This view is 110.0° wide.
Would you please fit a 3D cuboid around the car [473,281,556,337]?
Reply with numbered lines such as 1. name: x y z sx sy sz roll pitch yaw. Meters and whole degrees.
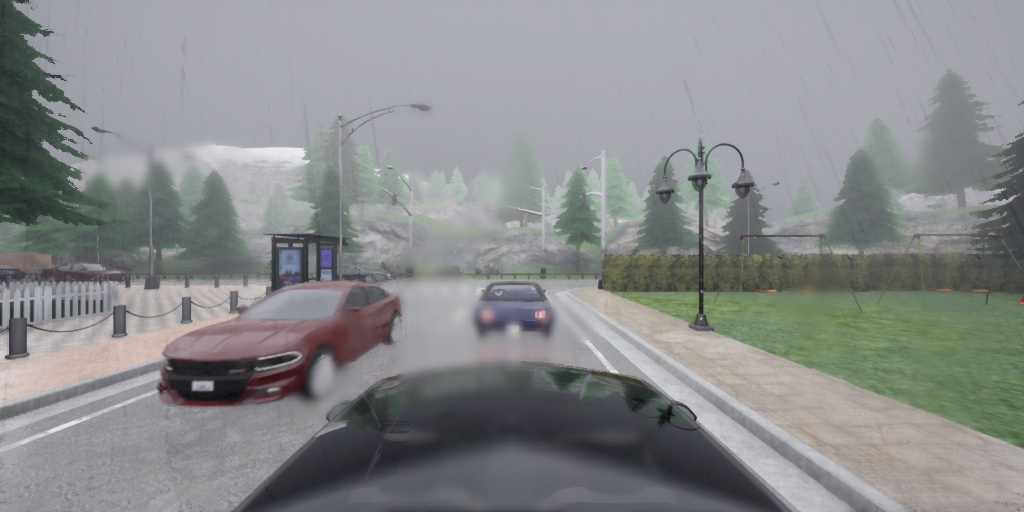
1. car: 0.076 1.351 10.235 1.895 1.301 4.718 0 0 0

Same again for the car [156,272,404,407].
1. car: -3.539 1.227 6.636 1.882 1.535 5.008 0 0 1

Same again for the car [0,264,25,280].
1. car: -42.369 1.329 28.919 4.181 1.385 1.994 0 0 0

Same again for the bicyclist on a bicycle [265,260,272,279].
1. bicyclist on a bicycle: -21.621 1.219 32.239 0.582 1.620 1.656 0 0 0

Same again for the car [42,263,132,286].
1. car: -29.789 1.243 25.227 5.008 1.535 1.882 0 0 1

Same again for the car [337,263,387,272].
1. car: -11.033 1.257 25.055 4.902 1.511 2.128 0 0 0
